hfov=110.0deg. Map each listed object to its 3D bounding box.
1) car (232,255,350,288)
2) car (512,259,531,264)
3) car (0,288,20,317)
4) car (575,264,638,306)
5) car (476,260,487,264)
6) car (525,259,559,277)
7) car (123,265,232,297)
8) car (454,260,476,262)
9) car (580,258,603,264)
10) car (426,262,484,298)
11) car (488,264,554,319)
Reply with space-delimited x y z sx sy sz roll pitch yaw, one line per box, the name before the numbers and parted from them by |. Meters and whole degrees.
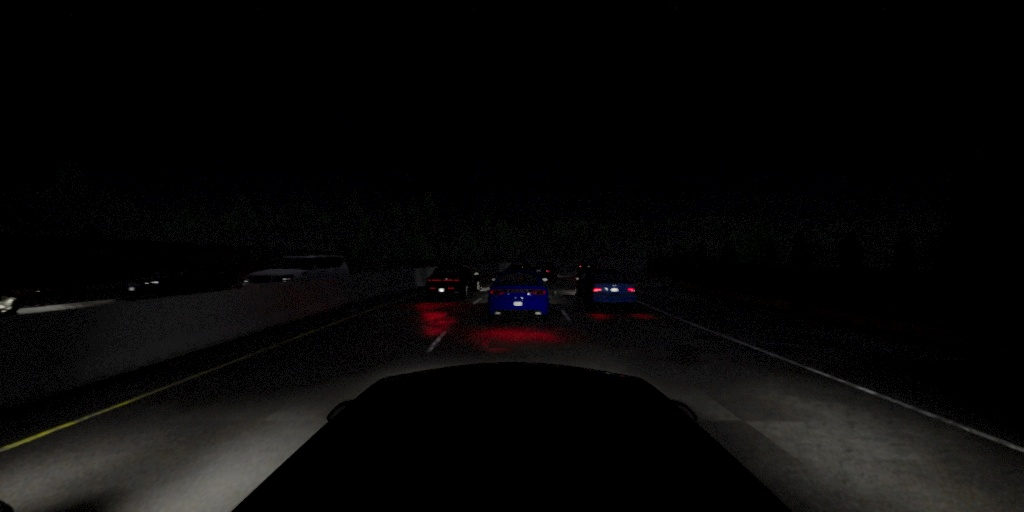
car | -10.133 0.949 17.497 2.150 2.045 5.566 0 0 5
car | 0.894 1.199 36.683 1.812 1.442 4.674 0 0 17
car | -14.015 1.247 7.376 1.837 1.490 4.892 0 0 1
car | 3.892 1.266 15.483 2.033 1.411 5.357 0 0 4
car | -5.934 1.288 57.420 1.895 1.301 4.718 0 0 27
car | 2.826 1.227 30.869 2.033 1.411 5.357 0 0 14
car | -16.999 1.224 18.681 2.128 1.511 4.902 0 0 5
car | -6.908 1.292 46.749 1.895 1.301 4.718 0 0 22
car | 7.662 1.006 34.856 2.097 1.767 4.553 0 0 17
car | -2.861 1.224 18.056 1.837 1.490 4.892 0 0 5
car | 0.260 1.207 12.733 1.882 1.535 5.008 0 0 2
